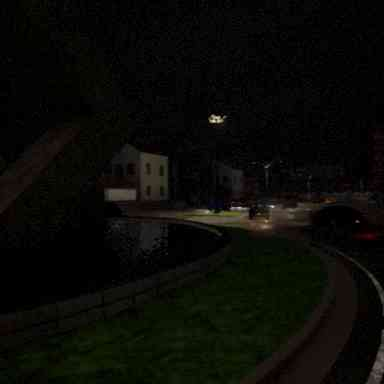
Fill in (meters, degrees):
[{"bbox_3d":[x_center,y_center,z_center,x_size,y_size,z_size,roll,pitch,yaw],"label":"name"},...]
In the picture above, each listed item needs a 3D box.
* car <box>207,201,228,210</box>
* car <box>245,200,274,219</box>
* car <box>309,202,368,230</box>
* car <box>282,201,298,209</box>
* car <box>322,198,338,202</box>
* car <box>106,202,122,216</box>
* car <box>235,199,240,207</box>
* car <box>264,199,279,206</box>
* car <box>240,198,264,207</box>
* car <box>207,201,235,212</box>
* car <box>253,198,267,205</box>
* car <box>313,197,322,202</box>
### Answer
[{"bbox_3d":[4.505,2.335,57.904,1.895,1.301,4.718,-1,-1,29],"label":"car"},{"bbox_3d":[6.796,1.877,33.240,2.128,1.511,4.902,-1,-1,13],"label":"car"},{"bbox_3d":[9.833,1.698,22.800,1.882,1.535,5.008,0,-1,-7],"label":"car"},{"bbox_3d":[16.304,2.156,55.183,1.994,1.385,4.181,-1,-1,27],"label":"car"},{"bbox_3d":[33.300,2.241,80.108,1.882,1.535,5.008,-1,-1,28],"label":"car"},{"bbox_3d":[-10.163,1.934,36.562,4.553,1.767,2.097,0,-1,-27],"label":"car"},{"bbox_3d":[9.784,2.171,67.739,2.097,1.767,4.553,-1,-1,28],"label":"car"},{"bbox_3d":[18.829,2.389,77.345,2.128,1.511,4.902,-1,-1,28],"label":"car"},{"bbox_3d":[11.545,2.294,63.609,2.033,1.411,5.357,-1,-1,28],"label":"car"},{"bbox_3d":[4.133,2.115,50.440,1.882,1.535,5.008,-1,-1,33],"label":"car"},{"bbox_3d":[16.316,2.278,80.083,2.097,1.767,4.553,-1,-1,28],"label":"car"},{"bbox_3d":[32.920,2.220,86.875,2.097,1.767,4.553,-1,-1,28],"label":"car"}]
